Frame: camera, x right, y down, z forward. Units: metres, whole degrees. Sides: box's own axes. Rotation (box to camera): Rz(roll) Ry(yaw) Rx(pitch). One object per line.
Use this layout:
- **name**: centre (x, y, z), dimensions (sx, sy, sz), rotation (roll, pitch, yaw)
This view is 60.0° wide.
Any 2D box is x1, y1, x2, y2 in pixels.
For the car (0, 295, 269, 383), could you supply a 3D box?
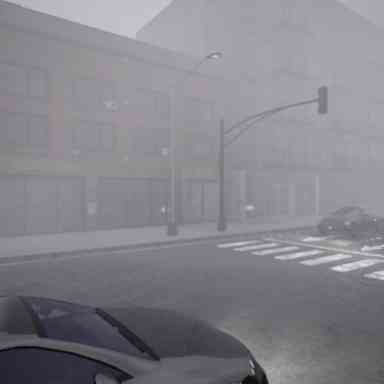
- **car**: centre (-1.337, 1.565, 2.484), dimensions (4.181, 1.385, 1.994), rotation (0, 0, -36)

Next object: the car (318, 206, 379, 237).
- **car**: centre (8.672, 1.499, 17.857), dimensions (4.674, 1.442, 1.812), rotation (0, 0, -37)

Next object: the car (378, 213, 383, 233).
- **car**: centre (10.726, 1.573, 15.327), dimensions (4.718, 1.301, 1.895), rotation (0, 0, -38)
